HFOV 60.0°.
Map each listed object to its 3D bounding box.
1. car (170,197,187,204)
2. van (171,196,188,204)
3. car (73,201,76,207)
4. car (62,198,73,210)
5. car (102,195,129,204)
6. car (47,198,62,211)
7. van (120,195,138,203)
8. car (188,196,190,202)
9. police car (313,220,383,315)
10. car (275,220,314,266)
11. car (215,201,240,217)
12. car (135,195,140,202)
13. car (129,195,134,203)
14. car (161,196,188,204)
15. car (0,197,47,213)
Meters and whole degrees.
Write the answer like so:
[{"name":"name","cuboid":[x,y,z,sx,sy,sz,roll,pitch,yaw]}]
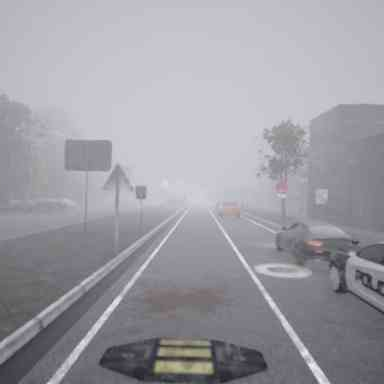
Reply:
[{"name":"car","cuboid":[-3.616,2.180,88.993,4.553,1.767,2.185,1,-1,1]},{"name":"van","cuboid":[-3.468,2.136,91.796,4.442,1.987,1.878,1,-1,1]},{"name":"car","cuboid":[-17.779,1.504,44.057,4.674,1.452,2.002,1,-1,1]},{"name":"car","cuboid":[-17.860,1.432,40.910,5.008,1.535,2.097,1,-1,1]},{"name":"car","cuboid":[-17.103,1.750,72.533,5.008,1.535,2.097,1,-1,1]},{"name":"car","cuboid":[-17.926,1.402,37.637,4.892,1.521,2.231,1,-1,1]},{"name":"van","cuboid":[-16.836,1.787,89.237,4.442,1.987,1.878,1,-1,1]},{"name":"car","cuboid":[-3.929,1.862,77.790,5.566,2.045,2.435,1,-1,1]},{"name":"police car","cuboid":[4.287,1.584,6.420,1.930,1.638,5.238,1,-1,1]},{"name":"car","cuboid":[4.419,1.743,12.313,1.812,1.442,4.674,1,-1,1]},{"name":"car","cuboid":[4.046,1.784,36.810,2.097,1.767,4.553,1,0,2]},{"name":"car","cuboid":[-16.753,1.839,86.453,4.553,1.767,2.185,1,-1,1]},{"name":"car","cuboid":[-16.984,1.825,78.100,5.008,1.535,2.097,1,-1,1]},{"name":"car","cuboid":[-3.965,2.076,74.986,4.892,1.521,2.231,1,-1,1]},{"name":"car","cuboid":[-18.007,1.408,34.362,4.674,1.452,2.002,1,-1,1]}]
